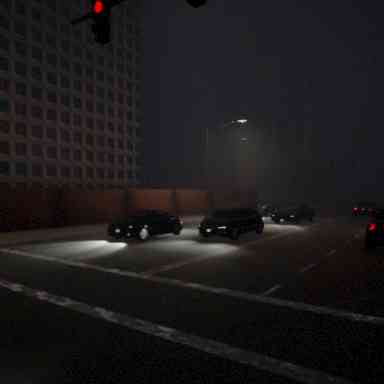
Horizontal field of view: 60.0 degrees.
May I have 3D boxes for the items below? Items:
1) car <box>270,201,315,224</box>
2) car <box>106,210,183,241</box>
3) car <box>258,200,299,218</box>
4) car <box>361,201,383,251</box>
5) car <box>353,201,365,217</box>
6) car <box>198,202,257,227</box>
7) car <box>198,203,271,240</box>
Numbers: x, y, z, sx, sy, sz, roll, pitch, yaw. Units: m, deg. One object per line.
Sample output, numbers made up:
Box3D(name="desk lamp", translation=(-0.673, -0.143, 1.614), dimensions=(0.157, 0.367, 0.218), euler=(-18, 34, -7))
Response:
Box3D(name="car", translation=(7.820, 1.585, 25.363), dimensions=(2.033, 1.411, 5.357), euler=(0, 0, 36))
Box3D(name="car", translation=(-2.328, 1.623, 17.137), dimensions=(1.994, 1.385, 4.181), euler=(0, 0, 35))
Box3D(name="car", translation=(8.518, 1.595, 32.333), dimensions=(2.033, 1.411, 5.357), euler=(0, 0, 36))
Box3D(name="car", translation=(8.483, 1.364, 13.653), dimensions=(2.097, 1.767, 4.553), euler=(0, 0, 34))
Box3D(name="car", translation=(16.386, 1.563, 31.067), dimensions=(2.033, 1.411, 5.357), euler=(0, 0, 36))
Box3D(name="car", translation=(2.691, 1.546, 24.195), dimensions=(2.128, 1.511, 4.902), euler=(0, 0, 35))
Box3D(name="car", translation=(2.172, 1.548, 17.429), dimensions=(1.837, 1.490, 4.892), euler=(0, 0, 35))
